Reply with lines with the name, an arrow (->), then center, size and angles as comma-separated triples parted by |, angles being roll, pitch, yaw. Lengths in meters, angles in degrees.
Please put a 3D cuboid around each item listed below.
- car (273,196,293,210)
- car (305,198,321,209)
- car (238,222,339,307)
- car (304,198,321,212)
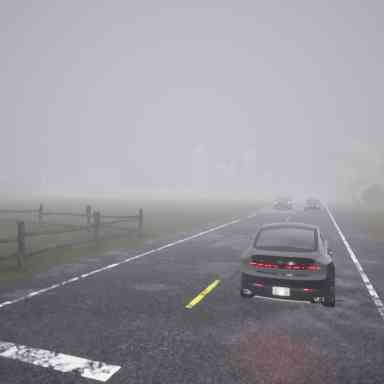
car -> 11.650, 1.339, 42.308 | 2.097, 1.767, 4.553 | 0, 0, 21
car -> 16.982, 1.550, 46.494 | 1.994, 1.385, 4.181 | 0, 0, 21
car -> 2.429, 1.501, 8.126 | 1.837, 1.490, 4.892 | 0, 0, 21
car -> 14.213, 1.535, 39.107 | 2.033, 1.411, 5.357 | 0, 0, 21
